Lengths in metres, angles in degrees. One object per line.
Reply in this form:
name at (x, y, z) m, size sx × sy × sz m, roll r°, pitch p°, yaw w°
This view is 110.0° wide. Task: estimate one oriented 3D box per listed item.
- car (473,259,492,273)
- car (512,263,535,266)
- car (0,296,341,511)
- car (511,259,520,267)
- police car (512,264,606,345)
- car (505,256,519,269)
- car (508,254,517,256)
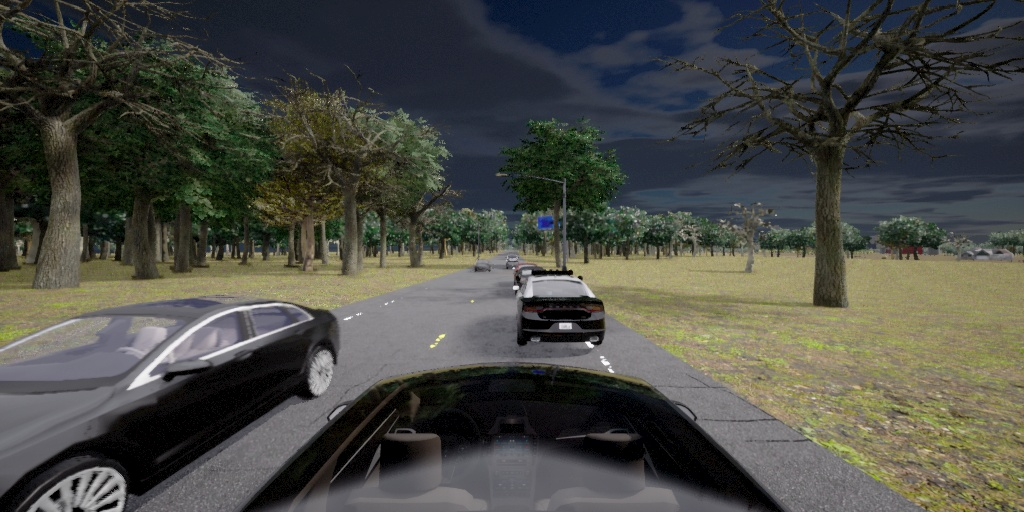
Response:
car at (-3.472, 1.174, 42.923) m, size 1.837 × 1.490 × 4.892 m, roll 0°, pitch 0°, yaw 0°
car at (1.061, 1.276, 19.525) m, size 1.812 × 1.442 × 4.674 m, roll 0°, pitch 0°, yaw 0°
car at (-3.598, 1.241, 3.683) m, size 2.128 × 1.511 × 4.902 m, roll 0°, pitch 0°, yaw 0°
car at (1.065, 1.223, 25.524) m, size 1.882 × 1.535 × 5.008 m, roll 0°, pitch 0°, yaw 0°
police car at (1.054, 1.175, 9.635) m, size 1.930 × 1.638 × 5.238 m, roll 0°, pitch 0°, yaw 0°
car at (0.100, 1.110, 52.431) m, size 2.128 × 1.511 × 4.902 m, roll 0°, pitch 0°, yaw 0°
car at (0.042, 0.726, 65.065) m, size 2.150 × 2.045 × 5.566 m, roll 0°, pitch 1°, yaw 0°
